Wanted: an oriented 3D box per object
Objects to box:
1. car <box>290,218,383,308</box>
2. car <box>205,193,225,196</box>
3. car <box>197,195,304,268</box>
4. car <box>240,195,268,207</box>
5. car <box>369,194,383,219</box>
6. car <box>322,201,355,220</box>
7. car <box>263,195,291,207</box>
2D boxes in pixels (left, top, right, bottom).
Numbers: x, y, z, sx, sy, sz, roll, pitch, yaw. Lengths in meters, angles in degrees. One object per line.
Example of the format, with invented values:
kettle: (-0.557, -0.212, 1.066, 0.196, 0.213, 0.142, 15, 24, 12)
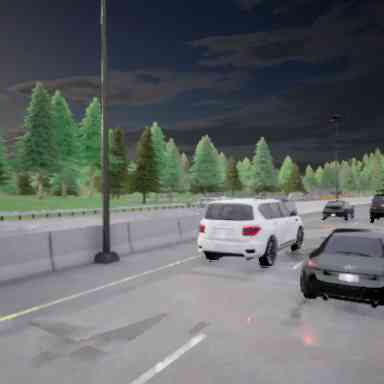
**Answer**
car: (3.955, 1.543, 7.838, 1.994, 1.385, 4.181, -1, 0, 32)
car: (3.181, 1.117, 51.127, 2.150, 2.045, 5.566, -1, 0, 37)
car: (2.290, 1.240, 11.776, 2.150, 2.045, 5.566, -1, 0, 32)
car: (8.757, 1.233, 46.892, 1.837, 1.490, 4.892, -1, 0, 37)
car: (14.328, 1.127, 24.238, 2.150, 2.045, 5.566, -1, 0, 33)
car: (11.837, 1.456, 26.791, 1.837, 1.490, 4.892, -1, 0, 33)
car: (11.534, 1.186, 44.762, 1.837, 1.490, 4.892, -1, 0, 37)
